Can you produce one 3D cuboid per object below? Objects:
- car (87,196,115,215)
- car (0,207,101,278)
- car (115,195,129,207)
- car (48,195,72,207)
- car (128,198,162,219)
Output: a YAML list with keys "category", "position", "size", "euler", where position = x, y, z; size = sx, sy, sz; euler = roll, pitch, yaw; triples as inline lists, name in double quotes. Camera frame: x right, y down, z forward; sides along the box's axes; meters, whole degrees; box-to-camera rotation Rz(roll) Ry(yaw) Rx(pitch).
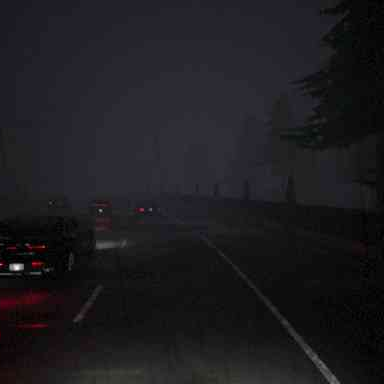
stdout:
- category: "car"
  position: [-8.136, 1.225, 29.401]
  size: [1.837, 1.490, 4.892]
  euler: [0, 1, -17]
- category: "car"
  position: [-4.165, 1.412, 9.870]
  size: [1.837, 1.490, 4.892]
  euler: [0, 1, -6]
- category: "car"
  position: [-9.042, 1.074, 41.979]
  size: [1.882, 1.535, 5.008]
  euler: [0, 1, -23]
- category: "car"
  position: [-12.964, 1.046, 32.828]
  size: [2.097, 1.767, 4.553]
  euler: [0, 1, -19]
- category: "car"
  position: [-3.603, 1.290, 26.344]
  size: [2.033, 1.411, 5.357]
  euler: [0, 1, -15]
